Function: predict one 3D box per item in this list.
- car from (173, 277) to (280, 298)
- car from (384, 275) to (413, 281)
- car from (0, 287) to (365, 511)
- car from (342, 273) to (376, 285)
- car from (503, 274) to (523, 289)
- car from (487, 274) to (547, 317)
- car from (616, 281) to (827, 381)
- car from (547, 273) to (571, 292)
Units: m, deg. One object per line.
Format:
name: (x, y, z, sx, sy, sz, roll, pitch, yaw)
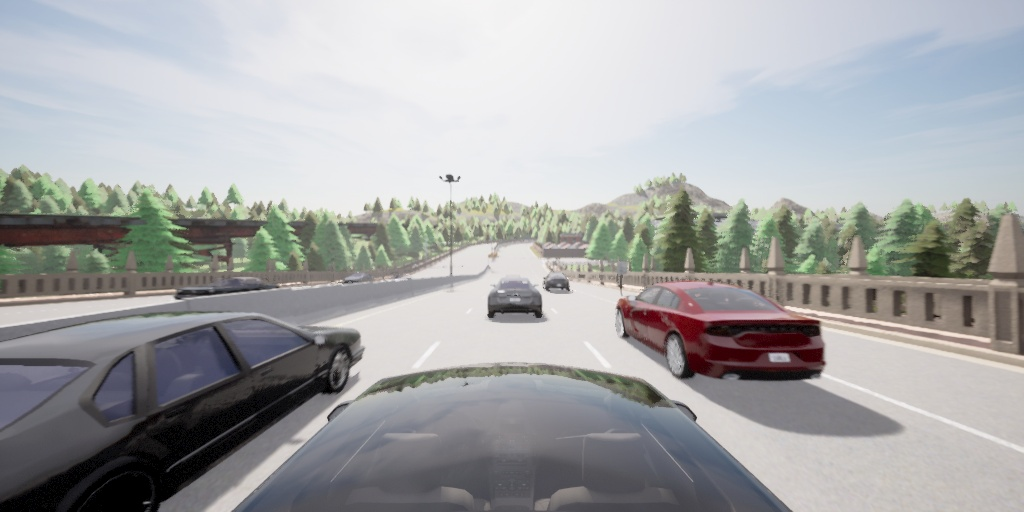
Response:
car: (-14.068, 1.742, 18.070, 1.895, 1.301, 4.718, 0, -2, 0)
car: (-10.520, 2.406, 34.001, 1.895, 1.301, 4.718, 0, -2, 0)
car: (-3.400, 1.289, 3.585, 2.033, 1.411, 5.357, 0, 0, 0)
car: (-17.493, 2.659, 41.378, 2.033, 1.411, 5.357, 0, -2, 0)
car: (0.104, 2.470, 35.531, 1.895, 1.301, 4.718, 0, -2, 0)
car: (0.101, 1.538, 14.157, 1.994, 1.385, 4.181, 0, -2, 0)
car: (3.601, 1.250, 7.304, 1.882, 1.535, 5.008, 0, -1, 0)
car: (3.604, 2.150, 29.647, 1.812, 1.442, 4.674, 0, -2, 0)
